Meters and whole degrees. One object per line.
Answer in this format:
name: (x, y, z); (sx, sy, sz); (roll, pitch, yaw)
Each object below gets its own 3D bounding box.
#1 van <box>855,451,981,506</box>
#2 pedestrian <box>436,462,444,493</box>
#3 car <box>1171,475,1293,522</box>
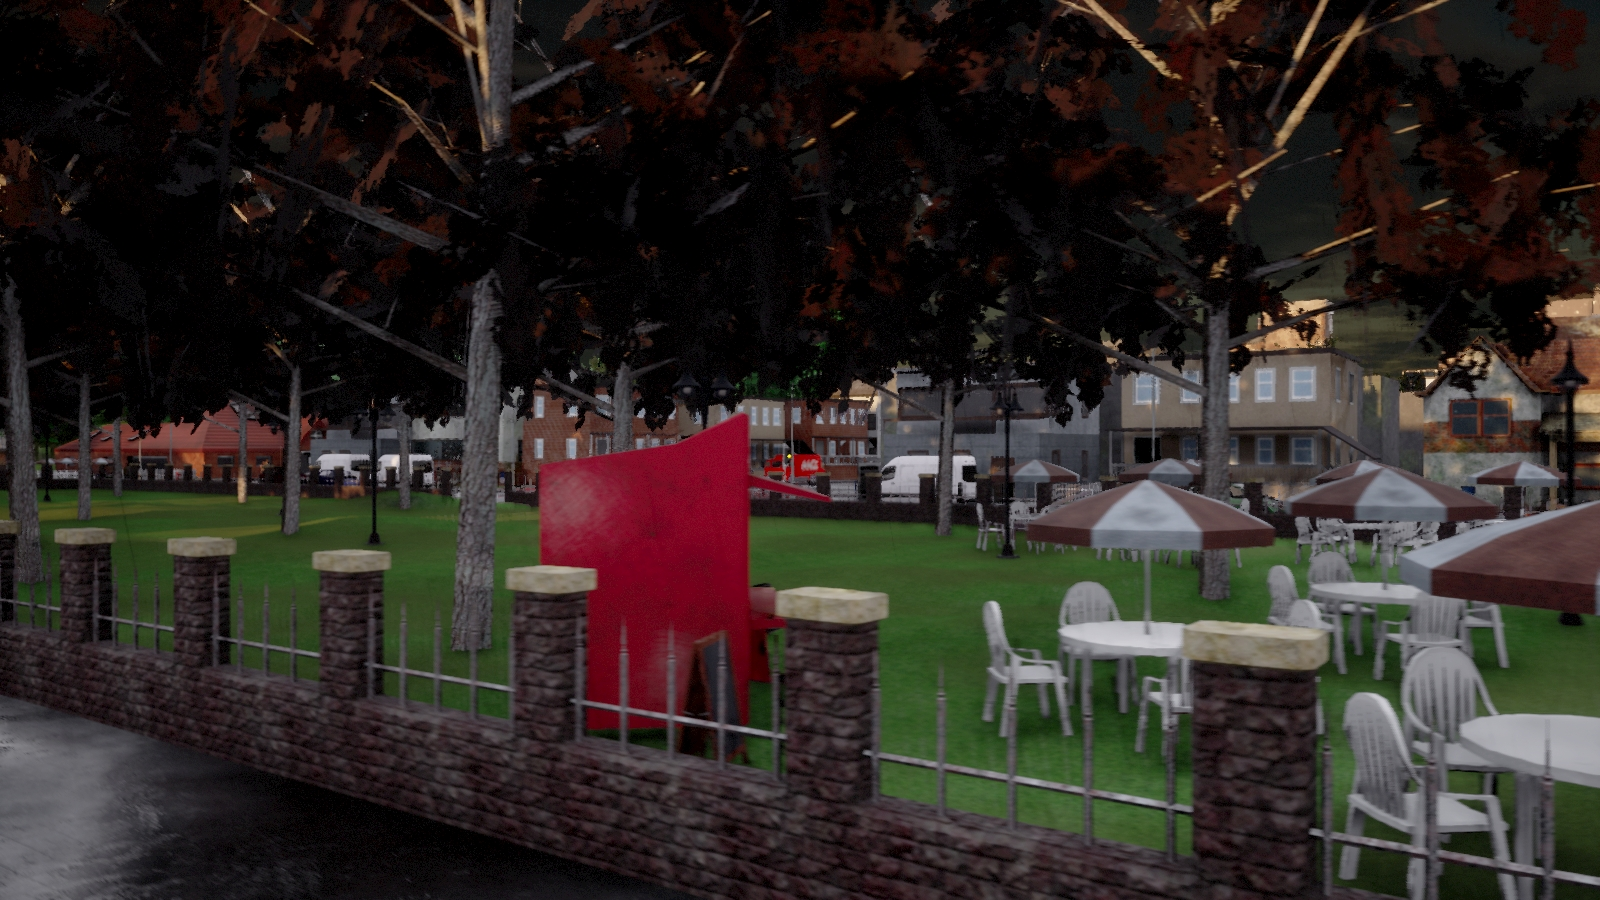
van: (5.700, 1.332, 55.772); (5.915, 2.561, 1.988); (0, 0, 35)
pedestrian: (-21.582, 1.656, 68.530); (0.375, 1.860, 0.375); (0, 0, -40)
car: (16.390, 1.792, 43.426); (3.988, 1.617, 1.851); (0, 0, 35)
